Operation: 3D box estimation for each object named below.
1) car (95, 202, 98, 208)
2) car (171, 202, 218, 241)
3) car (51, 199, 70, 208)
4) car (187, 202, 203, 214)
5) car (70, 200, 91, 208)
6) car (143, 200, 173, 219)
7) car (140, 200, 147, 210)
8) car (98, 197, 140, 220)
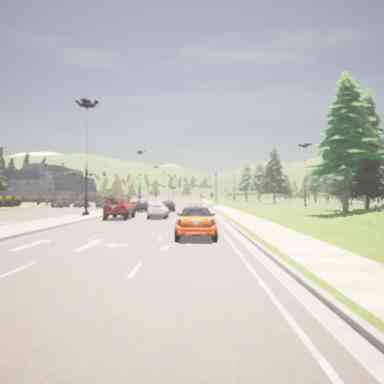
[{"bbox_3d":[-14.824,1.986,55.673,1.837,1.490,4.892,0,-1,-1],"label":"car"},{"bbox_3d":[0.206,1.514,17.788,2.097,1.767,4.553,0,-1,0],"label":"car"},{"bbox_3d":[-21.823,1.942,55.529,2.128,1.511,4.902,0,-1,-1],"label":"car"},{"bbox_3d":[0.360,1.984,42.106,1.895,1.301,4.718,0,-1,0],"label":"car"},{"bbox_3d":[-18.324,2.031,55.600,1.994,1.385,4.181,0,-1,-1],"label":"car"},{"bbox_3d":[-3.238,1.807,32.460,1.812,1.442,4.674,0,0,1],"label":"car"},{"bbox_3d":[-6.706,1.872,45.055,2.128,1.511,4.902,0,-1,0],"label":"car"},{"bbox_3d":[-6.754,1.480,31.340,2.150,2.045,5.566,0,0,1],"label":"car"}]
